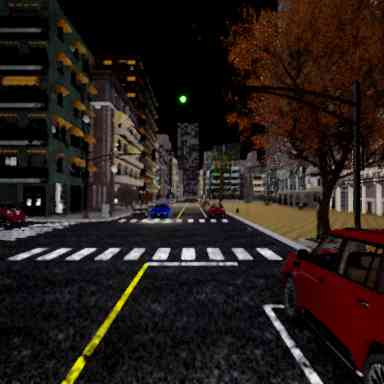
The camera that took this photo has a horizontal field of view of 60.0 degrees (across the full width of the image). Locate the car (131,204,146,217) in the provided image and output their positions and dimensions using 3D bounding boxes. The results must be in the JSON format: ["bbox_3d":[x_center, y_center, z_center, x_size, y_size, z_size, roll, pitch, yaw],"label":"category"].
[{"bbox_3d":[-5.667,2.003,36.760,2.008,1.369,4.403,0,-1,0],"label":"car"}]

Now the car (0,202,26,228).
[{"bbox_3d":[-13.915,1.441,22.641,4.553,1.767,2.097,1,-1,3],"label":"car"}]

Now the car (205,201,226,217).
[{"bbox_3d":[2.713,1.997,36.754,1.887,1.381,4.507,0,-1,0],"label":"car"}]

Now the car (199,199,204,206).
[{"bbox_3d":[2.730,2.395,64.415,1.802,1.307,4.206,0,-1,0],"label":"car"}]

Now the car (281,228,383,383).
[{"bbox_3d":[2.694,1.369,4.372,2.192,1.841,5.009,0,-1,0],"label":"car"}]

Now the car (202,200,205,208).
[{"bbox_3d":[2.720,2.122,47.989,1.752,1.417,4.829,0,-1,0],"label":"car"}]

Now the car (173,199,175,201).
[{"bbox_3d":[-5.640,2.475,81.019,1.967,1.590,4.097,0,-1,0],"label":"car"}]

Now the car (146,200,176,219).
[{"bbox_3d":[-3.060,1.905,33.723,1.882,1.535,5.008,0,-1,2],"label":"car"}]

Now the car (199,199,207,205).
[{"bbox_3d":[2.744,2.655,86.545,1.887,1.381,4.507,0,-1,0],"label":"car"}]
